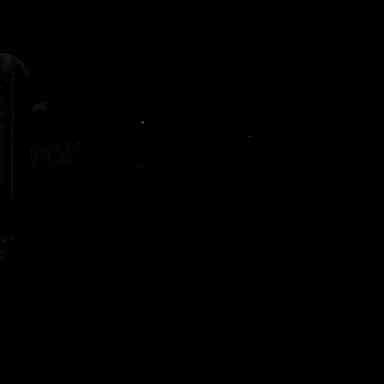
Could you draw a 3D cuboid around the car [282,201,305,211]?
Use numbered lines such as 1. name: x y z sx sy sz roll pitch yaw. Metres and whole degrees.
1. car: 15.144 2.035 49.239 2.033 1.411 5.357 1 0 36
